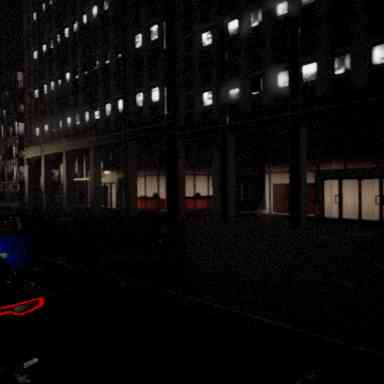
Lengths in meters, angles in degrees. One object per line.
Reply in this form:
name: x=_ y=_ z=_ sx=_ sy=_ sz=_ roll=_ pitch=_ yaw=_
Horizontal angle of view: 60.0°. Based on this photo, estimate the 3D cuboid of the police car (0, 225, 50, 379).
police car: x=-3.987 y=1.444 z=5.023 sx=5.238 sy=1.638 sz=1.930 roll=-1 pitch=1 yaw=44

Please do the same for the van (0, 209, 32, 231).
van: x=-6.005 y=1.350 z=9.467 sx=3.998 sy=1.788 sz=1.690 roll=-1 pitch=2 yaw=44
